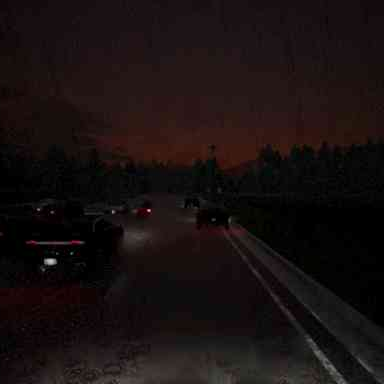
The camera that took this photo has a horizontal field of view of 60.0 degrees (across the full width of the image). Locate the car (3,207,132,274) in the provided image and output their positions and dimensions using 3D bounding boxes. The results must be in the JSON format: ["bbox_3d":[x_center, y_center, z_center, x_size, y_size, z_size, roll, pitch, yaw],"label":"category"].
[{"bbox_3d":[-3.402,1.444,10.413,2.128,1.511,4.902,0,0,0],"label":"car"}]

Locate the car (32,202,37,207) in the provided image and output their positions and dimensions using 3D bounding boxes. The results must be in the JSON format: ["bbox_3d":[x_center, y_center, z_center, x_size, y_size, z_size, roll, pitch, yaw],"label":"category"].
[{"bbox_3d":[-13.917,1.377,32.493,1.812,1.442,4.674,0,0,0],"label":"car"}]

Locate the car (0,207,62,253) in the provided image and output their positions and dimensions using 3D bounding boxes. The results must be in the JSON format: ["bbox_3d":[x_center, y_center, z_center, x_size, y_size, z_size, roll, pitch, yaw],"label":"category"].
[{"bbox_3d":[-6.901,1.505,12.765,1.994,1.385,4.181,0,0,0],"label":"car"}]

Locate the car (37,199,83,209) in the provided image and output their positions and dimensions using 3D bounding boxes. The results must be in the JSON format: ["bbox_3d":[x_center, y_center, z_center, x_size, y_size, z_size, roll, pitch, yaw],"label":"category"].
[{"bbox_3d":[-10.403,1.353,27.264,1.882,1.535,5.008,0,0,0],"label":"car"}]

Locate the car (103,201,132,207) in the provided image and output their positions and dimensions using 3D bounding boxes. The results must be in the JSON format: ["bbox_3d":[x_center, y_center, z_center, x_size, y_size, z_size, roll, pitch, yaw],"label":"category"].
[{"bbox_3d":[-6.902,1.458,31.422,1.895,1.301,4.718,0,0,0],"label":"car"}]

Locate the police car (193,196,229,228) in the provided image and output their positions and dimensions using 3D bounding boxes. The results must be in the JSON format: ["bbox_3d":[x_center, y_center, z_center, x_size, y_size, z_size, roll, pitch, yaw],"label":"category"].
[{"bbox_3d":[1.222,1.328,21.279,1.930,1.638,5.238,0,0,0],"label":"police car"}]

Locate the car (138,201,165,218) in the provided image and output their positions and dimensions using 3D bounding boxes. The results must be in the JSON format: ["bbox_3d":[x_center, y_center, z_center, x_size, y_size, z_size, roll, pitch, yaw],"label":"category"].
[{"bbox_3d":[-3.403,1.435,28.378,1.994,1.385,4.181,0,0,0],"label":"car"}]

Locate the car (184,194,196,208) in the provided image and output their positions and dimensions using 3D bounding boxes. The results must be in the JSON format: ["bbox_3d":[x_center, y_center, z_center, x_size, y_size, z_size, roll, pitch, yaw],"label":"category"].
[{"bbox_3d":[0.007,1.310,42.959,1.837,1.490,4.892,0,0,0],"label":"car"}]

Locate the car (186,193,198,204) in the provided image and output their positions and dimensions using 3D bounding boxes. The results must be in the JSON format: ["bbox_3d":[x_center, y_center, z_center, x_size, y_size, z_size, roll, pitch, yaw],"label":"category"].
[{"bbox_3d":[-0.006,1.095,56.570,2.097,1.767,4.553,0,0,0],"label":"car"}]
